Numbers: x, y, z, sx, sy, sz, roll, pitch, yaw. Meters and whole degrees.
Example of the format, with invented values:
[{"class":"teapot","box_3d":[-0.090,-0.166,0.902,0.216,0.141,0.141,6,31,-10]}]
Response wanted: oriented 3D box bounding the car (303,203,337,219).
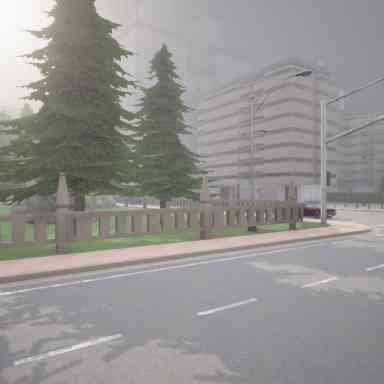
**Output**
[{"class":"car","box_3d":[10.103,1.601,29.056,1.895,1.301,4.718,0,0,-34]}]
